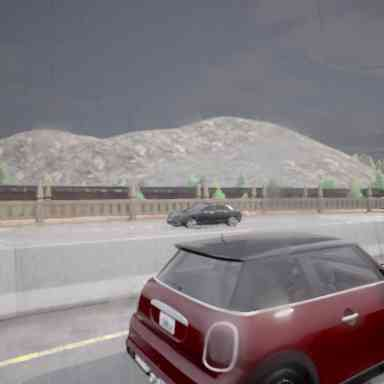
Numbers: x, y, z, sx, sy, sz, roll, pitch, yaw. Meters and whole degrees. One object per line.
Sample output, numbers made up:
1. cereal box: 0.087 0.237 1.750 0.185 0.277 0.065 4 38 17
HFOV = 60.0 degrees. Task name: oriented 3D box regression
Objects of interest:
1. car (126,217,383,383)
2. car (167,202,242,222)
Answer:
1. car: 1.522 1.337 4.527 4.553 1.767 2.097 0 0 -33
2. car: 0.828 1.426 20.557 4.892 1.490 1.837 0 0 -28
